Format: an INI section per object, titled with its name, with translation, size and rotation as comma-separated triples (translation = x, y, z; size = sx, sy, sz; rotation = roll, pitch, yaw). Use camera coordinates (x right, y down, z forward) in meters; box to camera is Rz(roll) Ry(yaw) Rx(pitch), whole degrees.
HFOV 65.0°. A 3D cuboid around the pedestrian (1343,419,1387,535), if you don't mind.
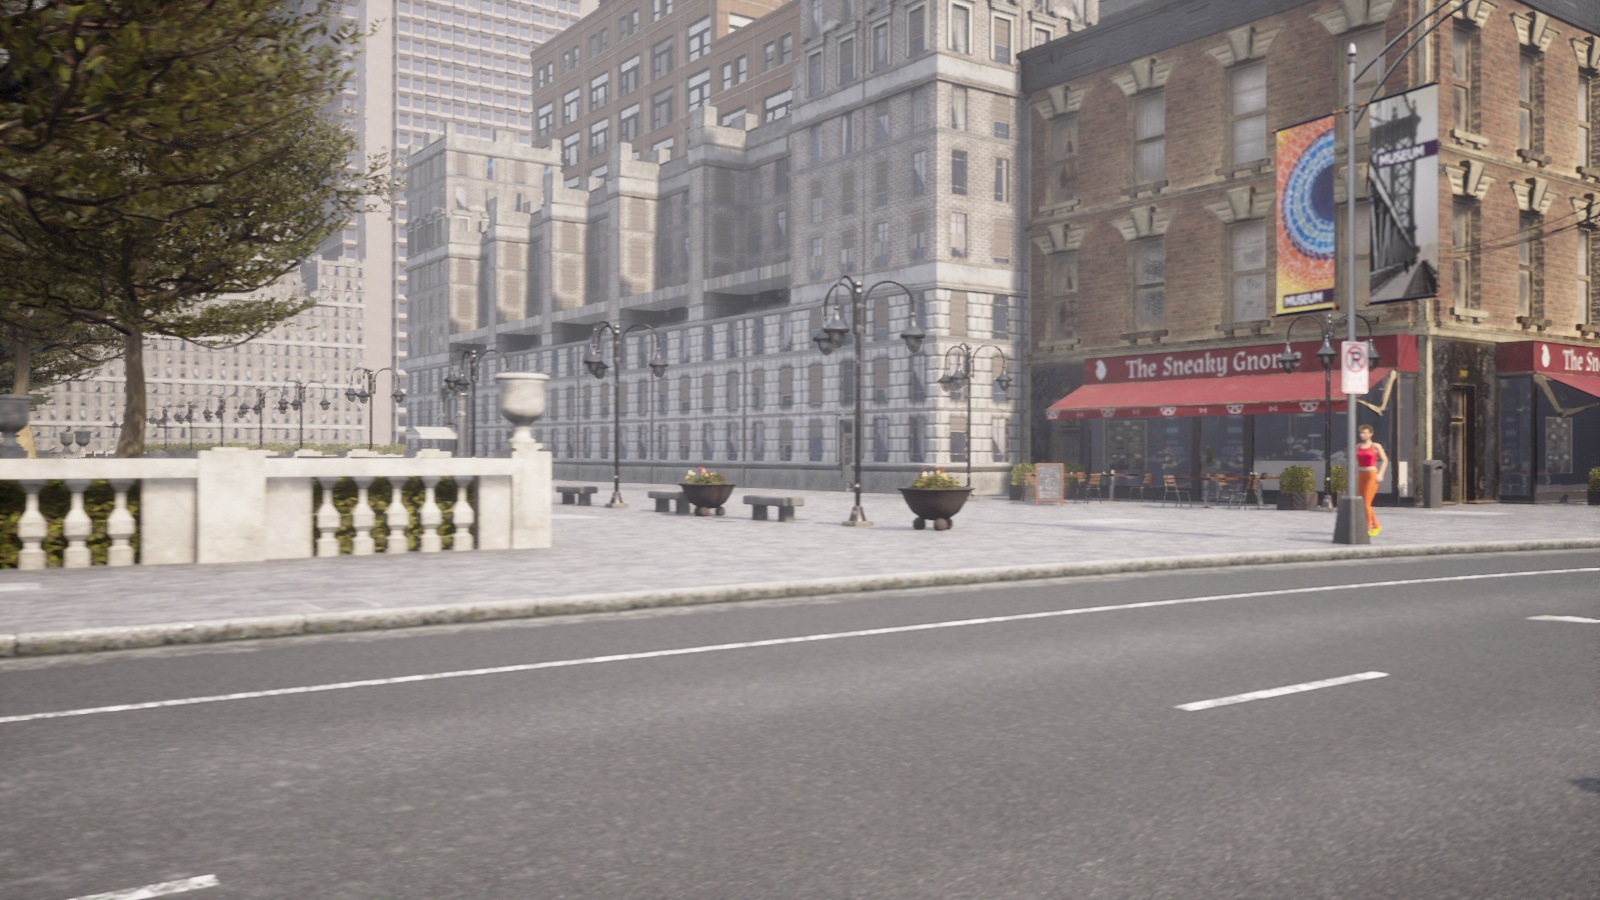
[pedestrian]
translation = 9.084, 0.432, 20.177
size = 0.594, 1.836, 0.345
rotation = 0, 0, -27
